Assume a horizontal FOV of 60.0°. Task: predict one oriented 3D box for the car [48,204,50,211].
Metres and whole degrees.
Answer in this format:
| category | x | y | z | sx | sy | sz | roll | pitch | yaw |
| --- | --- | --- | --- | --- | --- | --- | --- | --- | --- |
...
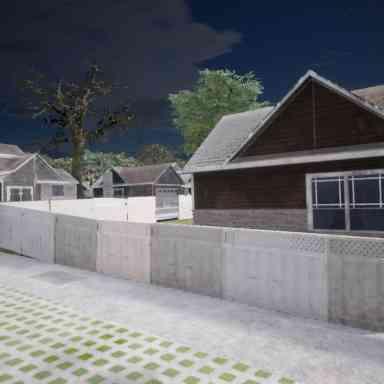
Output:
| category | x | y | z | sx | sy | sz | roll | pitch | yaw |
| --- | --- | --- | --- | --- | --- | --- | --- | --- | --- |
| car | -11.210 | 1.403 | 22.338 | 1.882 | 1.535 | 5.008 | -3 | -1 | 36 |
